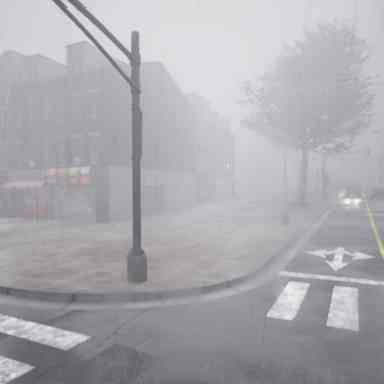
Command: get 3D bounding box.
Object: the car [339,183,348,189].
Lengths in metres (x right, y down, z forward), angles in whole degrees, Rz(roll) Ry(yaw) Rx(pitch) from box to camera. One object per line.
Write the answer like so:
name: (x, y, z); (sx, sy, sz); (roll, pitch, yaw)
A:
car: (38.172, -1.563, 83.837); (1.887, 1.381, 4.507); (1, 2, 26)

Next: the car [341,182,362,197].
car: (21.613, -0.175, 44.612); (2.128, 1.511, 4.902); (0, 3, 27)

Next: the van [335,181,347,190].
van: (29.789, -1.178, 66.917); (1.690, 1.788, 3.998); (1, 2, 26)

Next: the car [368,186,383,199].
car: (22.348, 0.050, 39.814); (1.837, 1.490, 4.892); (0, 3, 27)
